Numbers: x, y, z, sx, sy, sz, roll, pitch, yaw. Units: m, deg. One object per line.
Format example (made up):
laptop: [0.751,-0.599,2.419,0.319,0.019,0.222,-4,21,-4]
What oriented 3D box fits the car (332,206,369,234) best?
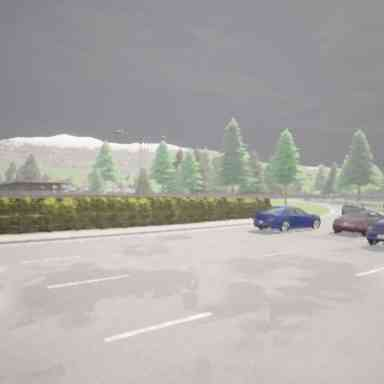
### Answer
car: [10.161,1.754,19.593,4.181,1.385,1.994,1,0,-35]

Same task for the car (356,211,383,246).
car: [9.591,1.685,14.905,4.674,1.442,1.812,1,0,-36]

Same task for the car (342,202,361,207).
car: [16.997,1.824,35.149,2.128,1.511,4.902,0,0,33]

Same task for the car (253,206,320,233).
car: [6.060,1.643,20.966,5.008,1.535,1.882,1,0,-35]
